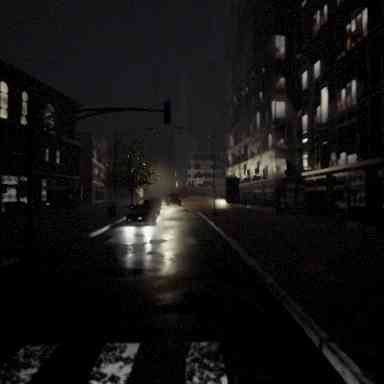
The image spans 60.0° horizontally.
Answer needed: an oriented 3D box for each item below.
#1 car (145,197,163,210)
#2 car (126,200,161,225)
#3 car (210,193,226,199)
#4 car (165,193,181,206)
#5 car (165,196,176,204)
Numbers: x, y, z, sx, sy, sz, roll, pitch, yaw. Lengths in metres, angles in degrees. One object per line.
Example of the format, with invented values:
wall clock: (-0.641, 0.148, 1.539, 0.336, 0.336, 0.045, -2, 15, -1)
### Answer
car: (-4.000, 1.462, 32.489, 1.837, 1.490, 4.892, 0, 0, -4)
car: (-3.495, 1.533, 23.776, 1.994, 1.385, 4.181, 0, 0, -3)
car: (7.631, 1.071, 93.956, 5.009, 1.841, 2.192, 0, -1, 10)
car: (-2.930, 1.151, 53.200, 2.150, 2.045, 5.566, 0, 0, -7)
car: (-4.156, 1.440, 63.509, 1.812, 1.442, 4.674, 0, 0, -8)
